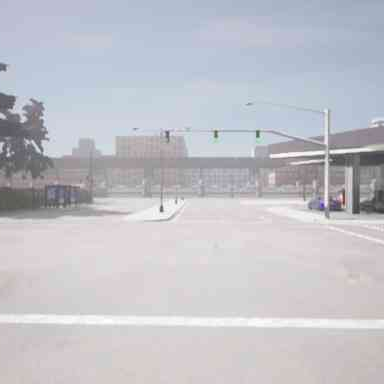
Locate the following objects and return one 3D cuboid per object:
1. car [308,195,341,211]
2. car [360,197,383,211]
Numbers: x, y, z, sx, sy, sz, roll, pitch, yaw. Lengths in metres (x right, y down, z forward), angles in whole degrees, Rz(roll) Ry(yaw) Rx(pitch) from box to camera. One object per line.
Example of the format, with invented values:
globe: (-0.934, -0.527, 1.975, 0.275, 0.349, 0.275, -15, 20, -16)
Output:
car: (13.895, 1.149, 35.063, 2.242, 1.667, 4.611, 0, 0, 1)
car: (19.654, 1.306, 35.714, 1.970, 1.475, 3.806, 0, 0, 1)
